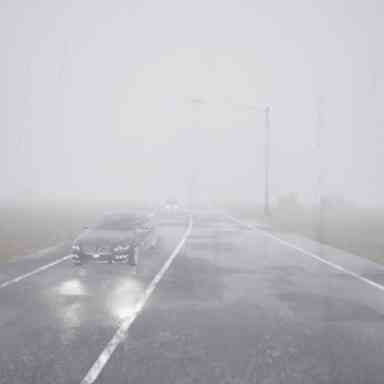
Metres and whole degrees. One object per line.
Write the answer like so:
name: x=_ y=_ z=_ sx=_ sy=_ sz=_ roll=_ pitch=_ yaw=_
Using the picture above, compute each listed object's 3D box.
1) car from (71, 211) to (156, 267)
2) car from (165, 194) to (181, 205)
car: x=-2.419 y=1.459 z=11.346 sx=1.837 sy=1.490 sz=4.892 roll=1 pitch=0 yaw=4
car: x=-3.165 y=1.398 z=52.706 sx=1.994 sy=1.385 sz=4.181 roll=0 pitch=0 yaw=-3
